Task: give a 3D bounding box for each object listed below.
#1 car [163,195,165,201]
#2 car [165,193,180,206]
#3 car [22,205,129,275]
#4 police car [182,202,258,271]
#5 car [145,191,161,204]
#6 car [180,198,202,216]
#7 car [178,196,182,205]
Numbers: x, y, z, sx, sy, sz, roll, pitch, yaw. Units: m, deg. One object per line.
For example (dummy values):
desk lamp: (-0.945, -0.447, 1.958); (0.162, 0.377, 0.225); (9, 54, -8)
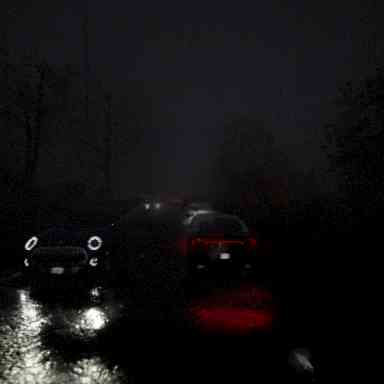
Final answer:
car: (-4.568, 1.001, 65.100); (1.812, 1.442, 4.674); (0, 0, -8)
car: (-2.411, 1.093, 47.035); (1.882, 1.535, 5.008); (0, 1, -6)
car: (-3.288, 1.268, 10.223); (2.097, 1.767, 4.553); (0, 0, -2)
police car: (0.737, 1.335, 10.691); (1.930, 1.638, 5.238); (0, 0, -2)
car: (-6.203, 0.795, 52.970); (2.150, 2.045, 5.566); (0, 0, -6)
car: (0.375, 1.354, 20.623); (1.812, 1.442, 4.674); (0, 0, -3)
car: (0.058, 1.285, 26.644); (1.837, 1.490, 4.892); (0, 0, -3)
